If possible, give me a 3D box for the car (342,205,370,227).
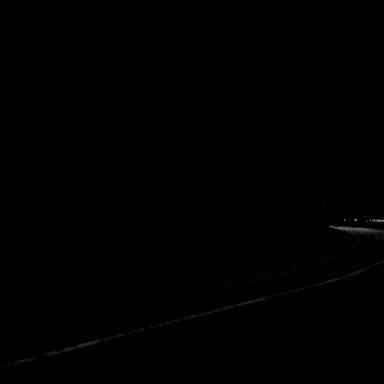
[{"bbox_3d":[15.893,2.248,32.345,2.150,2.045,5.566,0,-2,26],"label":"car"}]
